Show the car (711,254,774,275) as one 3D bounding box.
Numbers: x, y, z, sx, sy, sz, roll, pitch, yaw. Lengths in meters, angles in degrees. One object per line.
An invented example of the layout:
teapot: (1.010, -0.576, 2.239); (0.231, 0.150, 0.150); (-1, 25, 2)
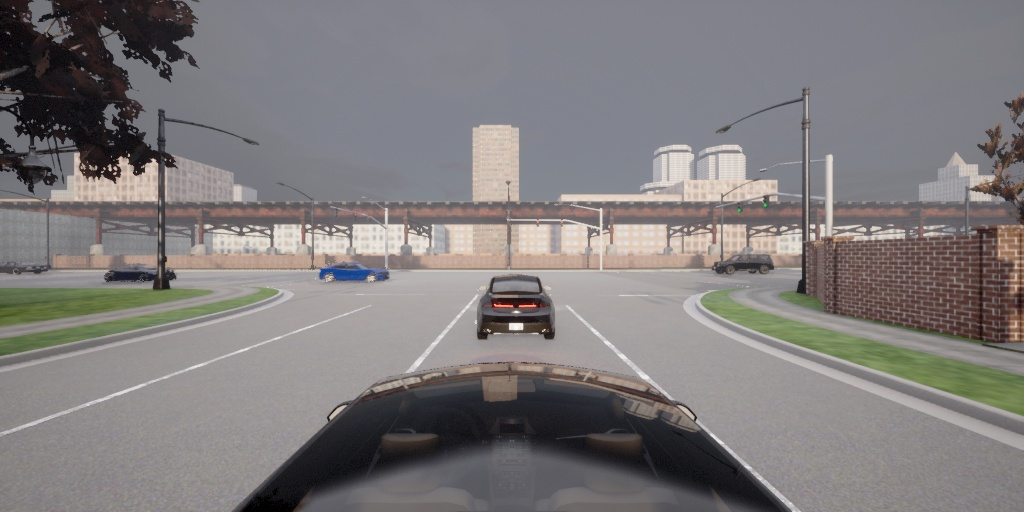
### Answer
car: (23.557, 0.835, 36.650); (5.566, 2.045, 2.150); (-1, 0, 3)

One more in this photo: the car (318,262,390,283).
car: (-11.791, 1.227, 26.911); (5.008, 1.535, 1.882); (0, 0, 2)

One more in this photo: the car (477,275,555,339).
car: (0.094, 1.256, 10.049); (1.837, 1.490, 4.892); (0, 0, 0)

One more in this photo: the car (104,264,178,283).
car: (-28.239, 1.315, 27.371); (4.181, 1.385, 1.994); (0, 0, 2)
